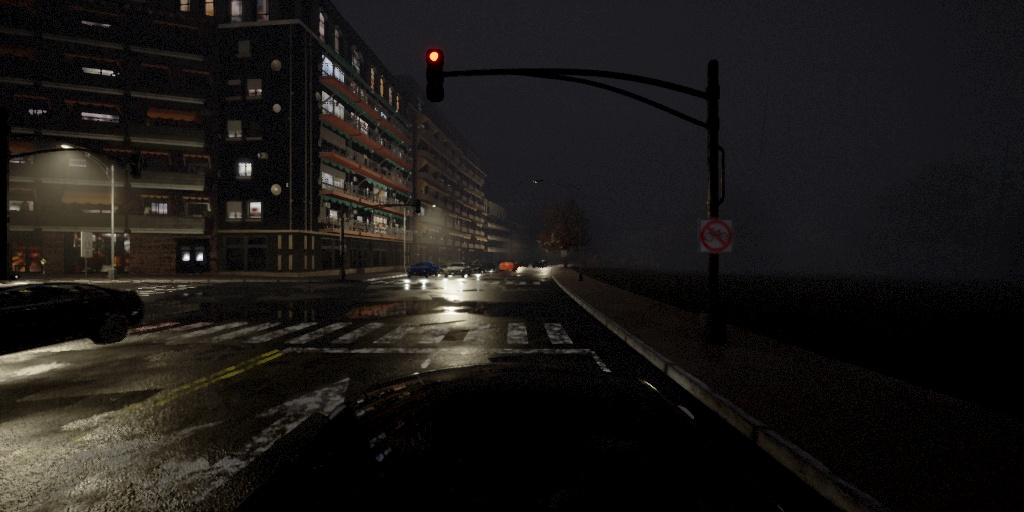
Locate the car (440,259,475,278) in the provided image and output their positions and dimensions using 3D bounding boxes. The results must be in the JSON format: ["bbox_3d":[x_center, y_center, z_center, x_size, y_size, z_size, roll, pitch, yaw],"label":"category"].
[{"bbox_3d":[-5.246,1.336,35.103,1.812,1.442,4.674,0,0,5],"label":"car"}]

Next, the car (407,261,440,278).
[{"bbox_3d":[-8.531,1.286,34.777,1.882,1.535,5.008,0,0,4],"label":"car"}]

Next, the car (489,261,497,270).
[{"bbox_3d":[-3.343,1.448,53.878,1.994,1.385,4.181,0,0,8],"label":"car"}]

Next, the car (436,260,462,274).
[{"bbox_3d":[-7.688,1.323,44.310,1.882,1.535,5.008,0,0,6],"label":"car"}]

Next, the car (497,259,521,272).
[{"bbox_3d":[-0.397,1.221,49.550,2.097,1.767,4.553,0,0,6],"label":"car"}]

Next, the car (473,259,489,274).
[{"bbox_3d":[-4.457,1.349,43.957,1.837,1.490,4.892,0,0,6],"label":"car"}]

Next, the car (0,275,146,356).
[{"bbox_3d":[-9.844,1.243,6.703,2.128,1.511,4.902,0,0,-3],"label":"car"}]

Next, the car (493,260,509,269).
[{"bbox_3d":[-1.922,1.412,64.247,1.882,1.535,5.008,0,0,9],"label":"car"}]

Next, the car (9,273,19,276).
[{"bbox_3d":[-23.955,0.965,14.674,4.718,1.301,1.895,1,0,-18],"label":"car"}]
